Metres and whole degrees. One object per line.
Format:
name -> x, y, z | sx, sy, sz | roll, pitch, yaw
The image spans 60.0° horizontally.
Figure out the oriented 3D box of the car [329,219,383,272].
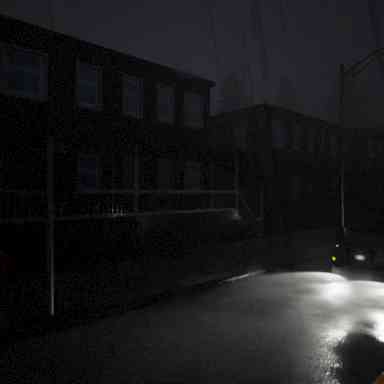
car -> 5.958, 1.564, 10.164 | 4.181, 1.385, 1.994 | 0, 0, -41
